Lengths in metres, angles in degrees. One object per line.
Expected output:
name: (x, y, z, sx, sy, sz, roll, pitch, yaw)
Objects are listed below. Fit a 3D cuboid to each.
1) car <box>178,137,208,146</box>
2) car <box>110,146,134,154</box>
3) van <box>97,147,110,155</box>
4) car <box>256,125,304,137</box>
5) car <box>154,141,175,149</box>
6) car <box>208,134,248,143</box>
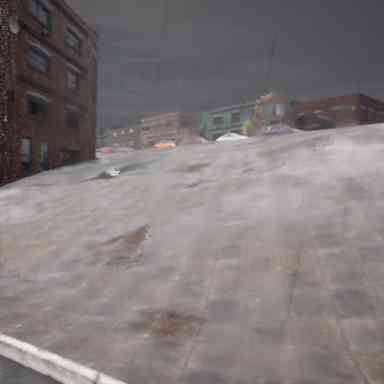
car: (0.609, -5.437, 37.439, 2.185, 1.767, 4.553, 0, 2, -40)
car: (-9.916, -5.929, 50.185, 2.231, 1.521, 4.892, 0, 2, -40)
van: (-13.344, -6.349, 54.340, 1.878, 1.987, 4.442, 0, 2, -40)
car: (7.715, -5.004, 28.831, 2.185, 1.767, 4.553, 0, 2, -40)
car: (-2.903, -5.647, 41.693, 2.185, 1.767, 4.553, 0, 2, -40)
car: (4.215, -5.051, 33.069, 2.002, 1.452, 4.674, 0, 2, -40)
